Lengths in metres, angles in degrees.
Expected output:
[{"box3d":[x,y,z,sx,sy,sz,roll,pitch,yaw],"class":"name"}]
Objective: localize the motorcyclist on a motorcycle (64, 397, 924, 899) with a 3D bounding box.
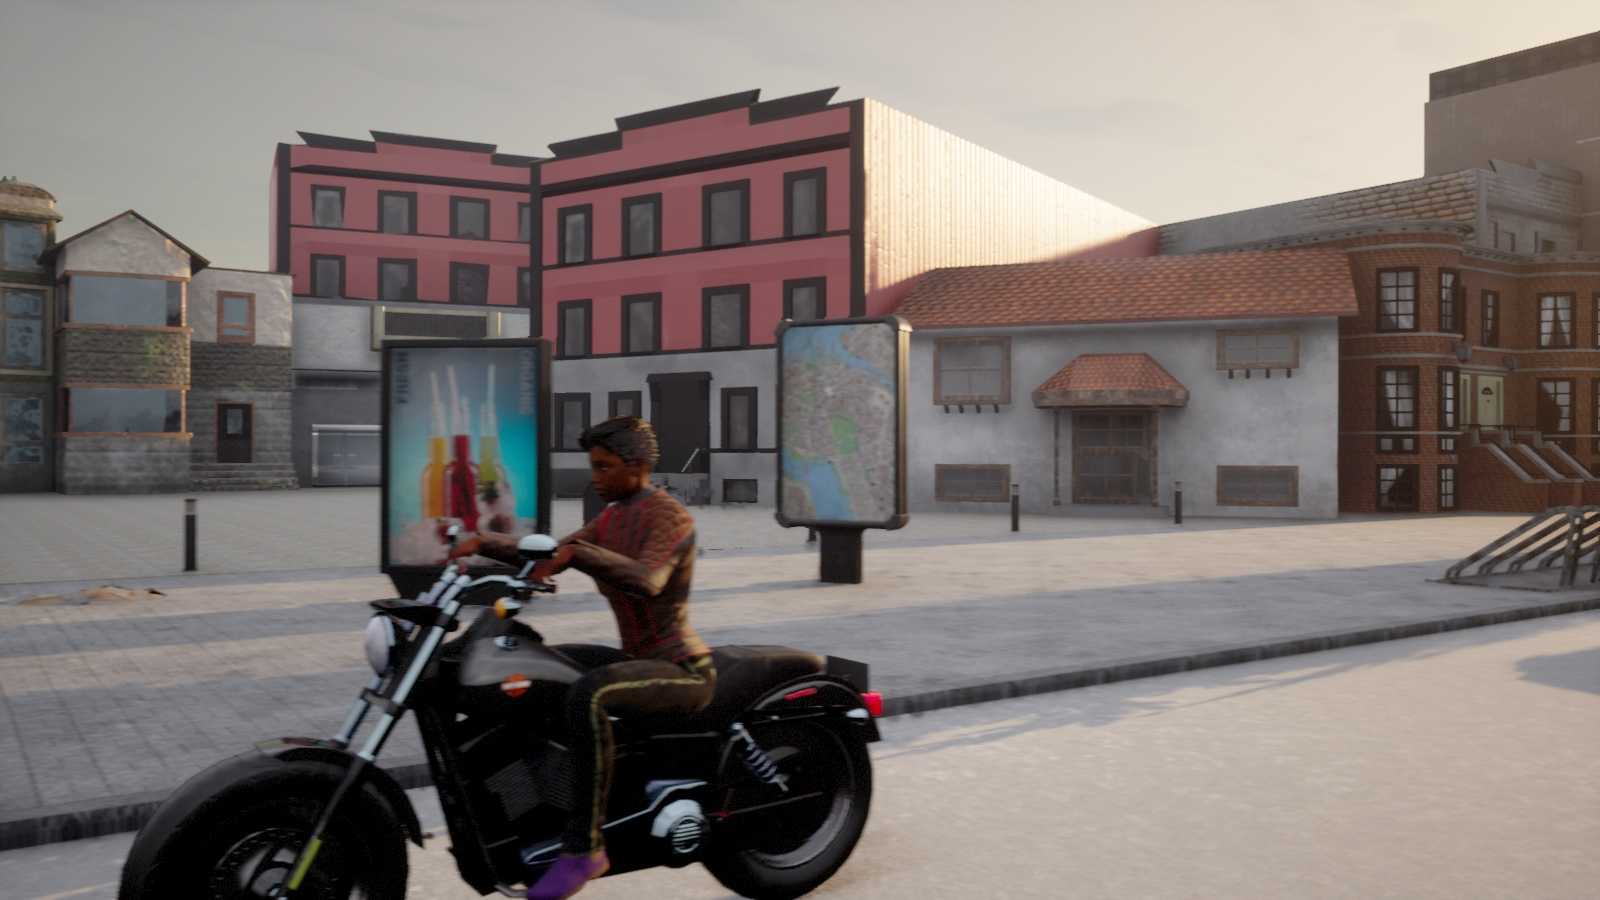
[{"box3d":[-0.785,0.706,3.721,2.350,1.649,0.766,0,0,-35],"class":"motorcyclist on a motorcycle"}]
